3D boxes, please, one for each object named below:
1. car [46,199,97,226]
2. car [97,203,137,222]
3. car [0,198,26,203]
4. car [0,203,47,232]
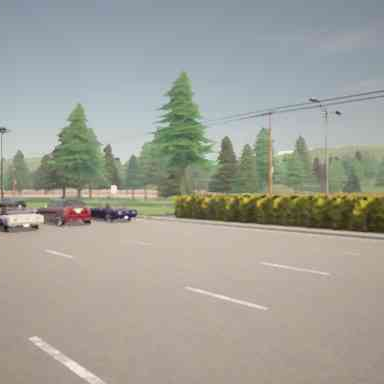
[{"bbox_3d":[-8.880,1.272,22.759,4.553,1.767,2.097,0,0,42],"label":"car"},{"bbox_3d":[-6.324,1.514,25.167,4.718,1.301,1.895,0,0,42],"label":"car"},{"bbox_3d":[-20.479,1.390,37.858,4.674,1.442,1.812,0,0,42],"label":"car"},{"bbox_3d":[-10.715,1.530,19.703,4.718,1.301,1.895,0,0,42],"label":"car"}]
